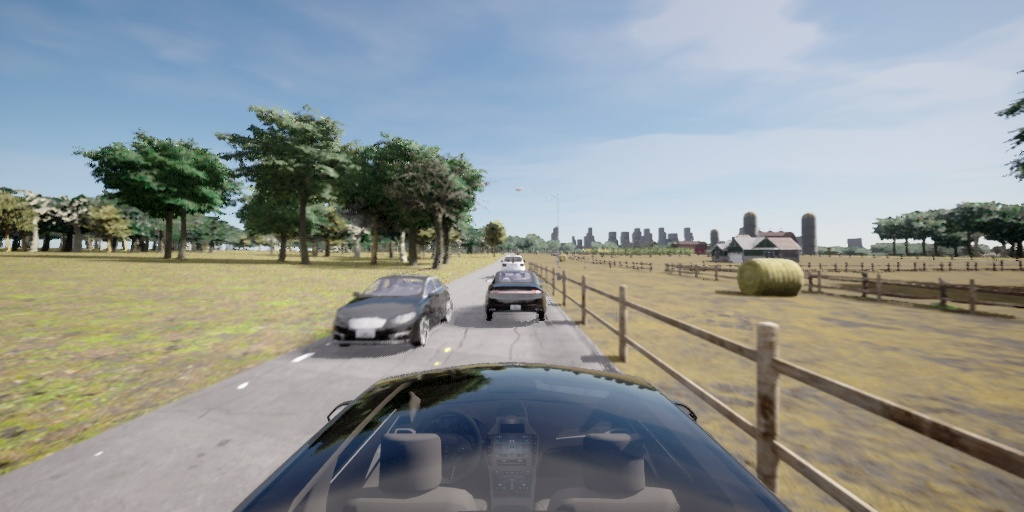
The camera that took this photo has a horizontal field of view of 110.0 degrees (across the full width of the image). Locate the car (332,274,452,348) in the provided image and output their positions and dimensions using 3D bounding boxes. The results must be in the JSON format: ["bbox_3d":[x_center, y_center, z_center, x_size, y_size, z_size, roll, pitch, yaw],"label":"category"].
[{"bbox_3d":[-2.812,1.244,9.383,2.128,1.511,4.902,0,0,1],"label":"car"}]

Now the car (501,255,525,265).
[{"bbox_3d":[0.106,0.966,34.562,2.150,2.045,5.566,0,0,0],"label":"car"}]

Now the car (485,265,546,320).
[{"bbox_3d":[0.104,1.241,12.571,2.128,1.511,4.902,0,0,0],"label":"car"}]
